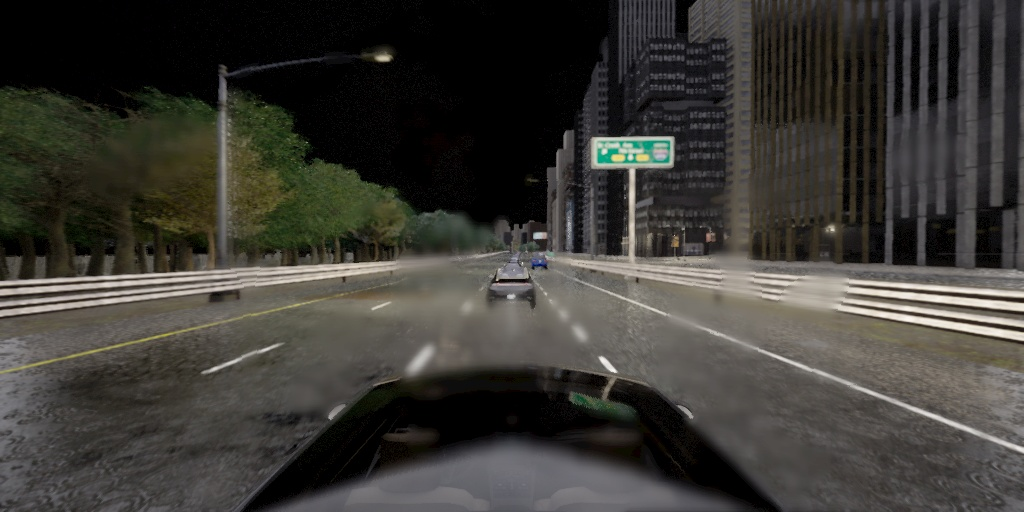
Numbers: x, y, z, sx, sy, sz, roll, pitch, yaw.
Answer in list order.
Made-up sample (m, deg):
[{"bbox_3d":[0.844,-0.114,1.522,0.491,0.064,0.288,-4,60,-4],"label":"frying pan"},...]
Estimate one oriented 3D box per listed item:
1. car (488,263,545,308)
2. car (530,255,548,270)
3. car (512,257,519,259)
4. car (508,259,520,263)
[{"bbox_3d":[0.022,1.238,15.245,2.128,1.511,4.902,0,0,0],"label":"car"},{"bbox_3d":[3.871,0.857,51.502,2.150,2.045,5.566,0,1,1],"label":"car"},{"bbox_3d":[0.295,1.183,53.721,1.994,1.385,4.181,0,0,1],"label":"car"},{"bbox_3d":[0.124,1.275,35.221,1.994,1.385,4.181,0,0,0],"label":"car"}]
